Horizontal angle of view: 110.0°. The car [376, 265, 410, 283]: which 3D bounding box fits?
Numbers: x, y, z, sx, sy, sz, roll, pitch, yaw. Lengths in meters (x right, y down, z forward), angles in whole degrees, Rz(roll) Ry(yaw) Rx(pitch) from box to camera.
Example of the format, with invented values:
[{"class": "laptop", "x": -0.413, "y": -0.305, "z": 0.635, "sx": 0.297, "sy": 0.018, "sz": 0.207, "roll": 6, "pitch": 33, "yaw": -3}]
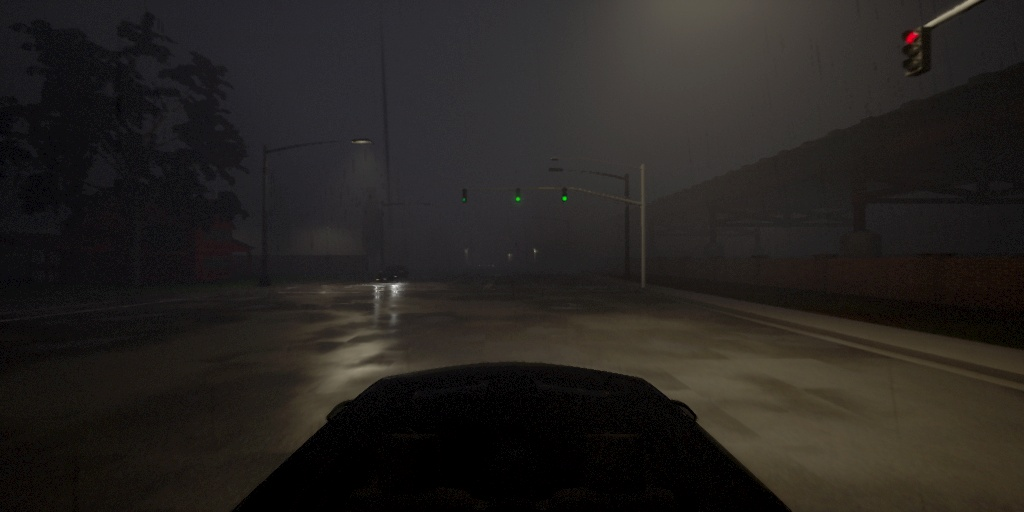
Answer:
[{"class": "car", "x": -10.505, "y": 1.578, "z": 32.038, "sx": 1.837, "sy": 1.490, "sz": 4.892, "roll": 0, "pitch": 2, "yaw": 0}]
